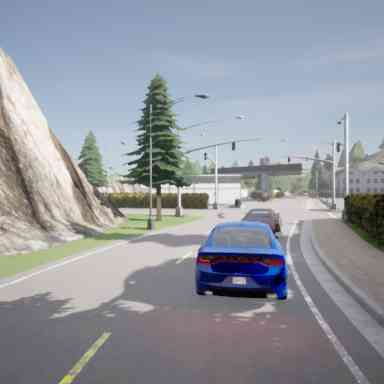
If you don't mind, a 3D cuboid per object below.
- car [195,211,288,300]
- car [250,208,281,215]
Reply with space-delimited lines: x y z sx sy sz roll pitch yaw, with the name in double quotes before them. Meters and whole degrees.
"car" 1.304 1.477 8.553 1.882 1.535 5.008 0 0 10
"car" 3.720 1.563 17.739 1.994 1.385 4.181 0 0 17
